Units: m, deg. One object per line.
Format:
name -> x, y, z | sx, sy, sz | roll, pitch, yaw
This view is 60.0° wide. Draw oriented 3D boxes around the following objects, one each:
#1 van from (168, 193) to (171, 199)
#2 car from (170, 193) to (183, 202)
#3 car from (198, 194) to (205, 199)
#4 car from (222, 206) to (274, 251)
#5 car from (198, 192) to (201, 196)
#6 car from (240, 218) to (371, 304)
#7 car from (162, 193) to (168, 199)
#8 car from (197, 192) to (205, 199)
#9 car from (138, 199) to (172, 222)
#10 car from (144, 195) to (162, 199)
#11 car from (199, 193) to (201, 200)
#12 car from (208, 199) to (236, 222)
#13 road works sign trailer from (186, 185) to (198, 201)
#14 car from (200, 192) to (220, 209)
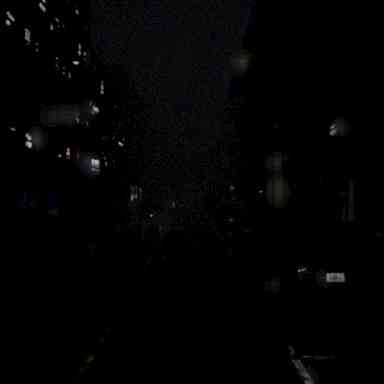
van -> -5.337, 1.023, 76.049 | 1.690, 1.788, 3.998 | -1, 0, 0
car -> -2.771, 1.219, 66.058 | 1.837, 1.490, 4.892 | 0, 1, 0
car -> 2.544, 1.220, 87.224 | 1.802, 1.307, 4.206 | -1, 0, 0
car -> 2.521, 1.484, 13.589 | 1.887, 1.381, 4.507 | -1, 0, 0
car -> 2.547, 1.272, 64.567 | 1.887, 1.381, 4.507 | -1, 0, 0
car -> 2.522, 1.530, 7.925 | 1.947, 1.339, 4.313 | -1, 0, 0
car -> -5.333, 1.211, 53.446 | 1.967, 1.590, 4.097 | -1, 0, 0
car -> 2.540, 0.931, 92.888 | 2.192, 1.841, 5.009 | -1, 0, 0
car -> -2.852, 1.452, 25.288 | 1.994, 1.385, 4.181 | 0, 0, 0
car -> -5.331, 1.257, 42.143 | 1.967, 1.590, 4.097 | -1, 0, 0
car -> 2.551, 1.212, 53.238 | 1.967, 1.590, 4.097 | -1, 0, 0
car -> 2.520, 1.441, 24.918 | 2.008, 1.369, 4.403 | -1, 0, 0
road works sign trailer -> 0.005, 0.161, 69.571 | 2.380, 3.560, 2.880 | 0, 0, 0
car -> 2.536, 1.133, 41.910 | 2.192, 1.841, 5.009 | -1, 0, 0
